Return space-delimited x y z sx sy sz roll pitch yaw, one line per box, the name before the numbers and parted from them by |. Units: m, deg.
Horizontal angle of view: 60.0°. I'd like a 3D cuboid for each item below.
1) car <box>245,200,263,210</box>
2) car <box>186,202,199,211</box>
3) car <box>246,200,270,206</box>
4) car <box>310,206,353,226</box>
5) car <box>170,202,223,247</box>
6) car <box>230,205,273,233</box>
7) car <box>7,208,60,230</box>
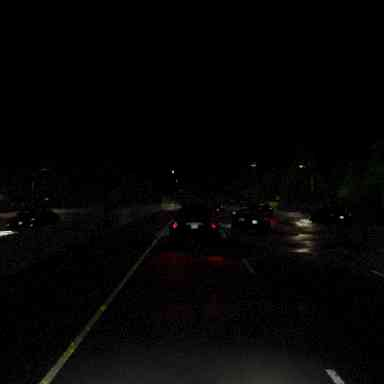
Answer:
car | 10.605 2.219 57.273 2.097 1.767 4.553 0 -2 0
car | 0.105 2.379 55.035 1.994 1.385 4.181 0 -1 0
car | 7.107 1.857 34.581 2.128 1.511 4.902 0 -1 0
car | 10.605 1.787 25.580 1.994 1.385 4.181 0 -1 0
car | 0.104 1.458 15.711 2.097 1.767 4.553 0 -1 0
car | 3.605 1.730 21.144 1.994 1.385 4.181 0 -1 0
car | -10.539 1.747 22.423 1.994 1.385 4.181 0 -1 1
